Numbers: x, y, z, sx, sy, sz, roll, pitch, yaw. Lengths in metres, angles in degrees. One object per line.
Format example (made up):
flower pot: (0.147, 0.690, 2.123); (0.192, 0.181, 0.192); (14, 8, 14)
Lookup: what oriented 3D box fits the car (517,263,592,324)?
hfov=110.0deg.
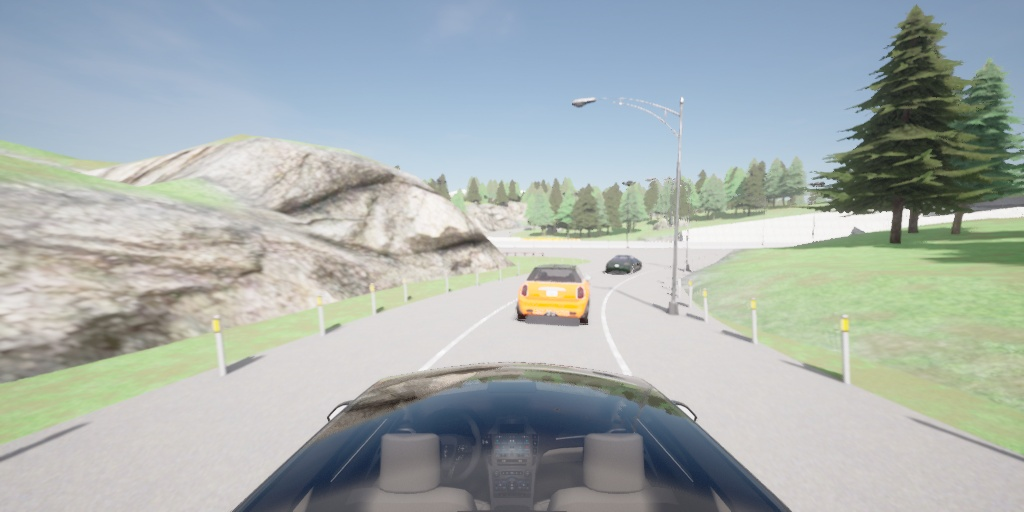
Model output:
car: (1.571, 1.020, 12.069); (2.097, 1.767, 4.553); (2, 1, 12)

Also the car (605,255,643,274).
car: (8.949, 0.581, 28.410); (1.994, 1.385, 4.181); (3, 5, 34)
